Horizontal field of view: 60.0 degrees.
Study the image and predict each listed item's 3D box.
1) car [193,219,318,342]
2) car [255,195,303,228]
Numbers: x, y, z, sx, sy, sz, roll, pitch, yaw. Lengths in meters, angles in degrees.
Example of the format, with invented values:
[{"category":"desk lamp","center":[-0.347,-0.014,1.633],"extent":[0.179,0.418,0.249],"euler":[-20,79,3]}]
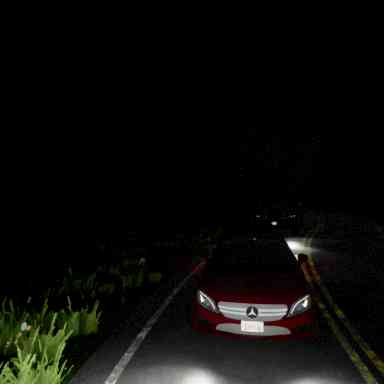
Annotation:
[{"category":"car","center":[1.229,1.534,6.727],"extent":[1.812,1.442,4.674],"euler":[-1,0,11]},{"category":"car","center":[5.143,1.212,19.233],"extent":[2.150,2.045,5.566],"euler":[-2,-1,22]}]
